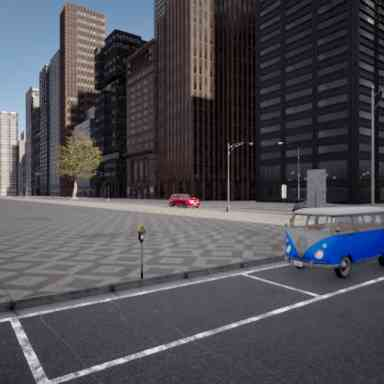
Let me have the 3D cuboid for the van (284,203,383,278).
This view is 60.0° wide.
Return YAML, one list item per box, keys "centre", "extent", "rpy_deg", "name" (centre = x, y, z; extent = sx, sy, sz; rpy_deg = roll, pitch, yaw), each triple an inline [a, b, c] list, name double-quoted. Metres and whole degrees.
- centre: [4.463, 1.339, 9.836]
  extent: [3.998, 1.788, 1.690]
  rpy_deg: [0, 0, -36]
  name: "van"

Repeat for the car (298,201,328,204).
- centre: [11.497, 1.526, 30.130]
  extent: [2.128, 1.511, 4.902]
  rpy_deg: [0, 0, -36]
  name: "car"

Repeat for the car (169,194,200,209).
- centre: [-1.125, 1.310, 47.688]
  extent: [2.150, 2.045, 5.566]
  rpy_deg: [0, 0, -36]
  name: "car"
